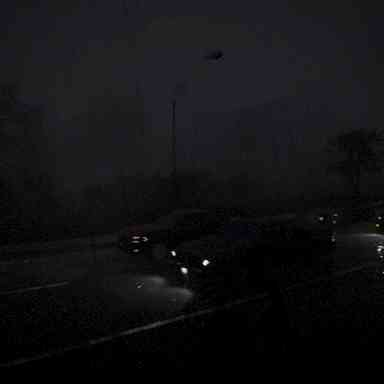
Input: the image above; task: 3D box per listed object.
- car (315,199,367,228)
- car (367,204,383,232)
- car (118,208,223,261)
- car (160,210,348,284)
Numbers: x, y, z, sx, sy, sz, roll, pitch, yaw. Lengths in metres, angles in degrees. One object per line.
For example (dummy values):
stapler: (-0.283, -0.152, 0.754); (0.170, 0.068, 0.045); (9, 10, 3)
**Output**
car: (8.318, 1.094, 18.416); (4.181, 1.385, 1.994); (-4, 2, -36)
car: (10.406, 1.091, 15.601); (4.181, 1.385, 1.994); (-4, 2, -35)
car: (-0.264, 1.413, 12.334); (5.008, 1.535, 1.882); (-1, 1, -35)
car: (1.995, 1.479, 9.643); (5.357, 1.411, 2.033); (-1, 1, -35)
